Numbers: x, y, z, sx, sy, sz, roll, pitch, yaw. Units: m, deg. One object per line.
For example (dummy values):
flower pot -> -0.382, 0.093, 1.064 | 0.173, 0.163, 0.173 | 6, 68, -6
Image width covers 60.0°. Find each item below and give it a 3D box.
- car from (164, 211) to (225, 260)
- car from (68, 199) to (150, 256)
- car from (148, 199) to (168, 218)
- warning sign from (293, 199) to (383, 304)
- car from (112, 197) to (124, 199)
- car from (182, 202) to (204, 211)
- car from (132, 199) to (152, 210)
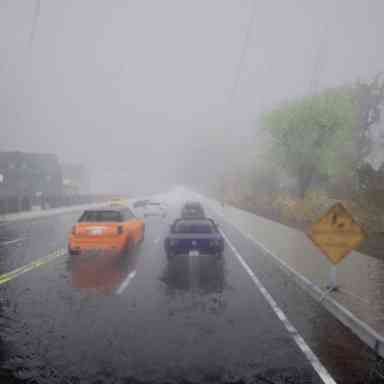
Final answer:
car -> 0.084, 1.597, 12.430 | 1.895, 1.301, 4.718 | 0, 0, 0
car -> -3.169, 1.349, 13.275 | 2.097, 1.767, 4.553 | 0, 0, 1
car -> -3.161, 1.512, 29.791 | 1.812, 1.442, 4.674 | 0, 0, 0
warning sign -> 2.882, 1.115, 6.701 | 1.300, 1.860, 1.060 | 2, 2, 0
car -> -9.837, 1.454, 43.960 | 1.882, 1.535, 5.008 | 0, 0, 0
car -> 0.088, 1.551, 29.411 | 1.994, 1.385, 4.181 | 0, 0, 0
car -> -6.588, 1.578, 44.410 | 1.895, 1.301, 4.718 | 0, 0, 0
